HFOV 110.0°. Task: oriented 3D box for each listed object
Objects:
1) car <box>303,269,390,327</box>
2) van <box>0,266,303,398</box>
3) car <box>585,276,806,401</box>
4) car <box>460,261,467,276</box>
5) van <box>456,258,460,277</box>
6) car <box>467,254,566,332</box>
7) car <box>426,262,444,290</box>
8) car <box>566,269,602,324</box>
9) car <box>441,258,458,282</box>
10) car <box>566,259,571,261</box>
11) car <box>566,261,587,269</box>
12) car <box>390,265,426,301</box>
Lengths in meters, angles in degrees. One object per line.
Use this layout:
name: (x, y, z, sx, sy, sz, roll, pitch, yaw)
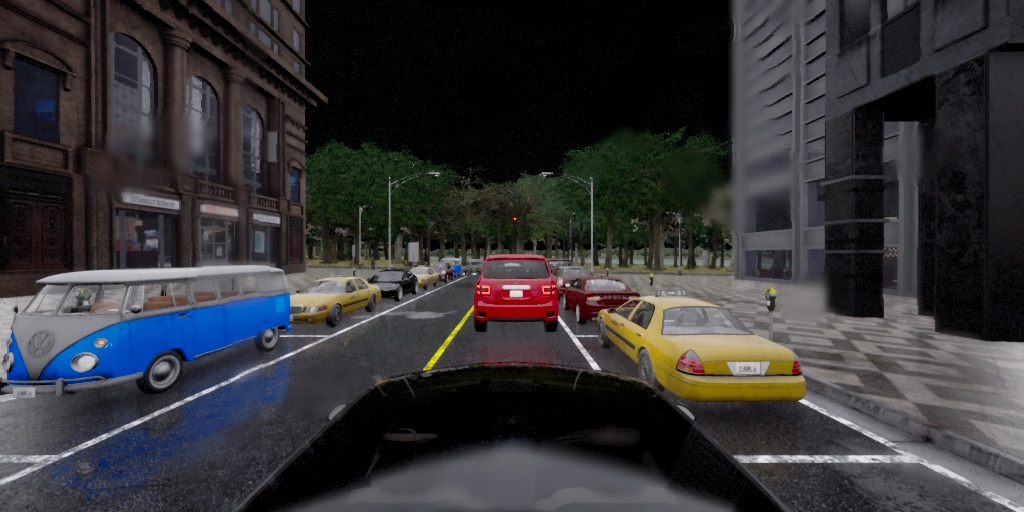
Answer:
car: (-5.759, 1.276, 11.604, 1.751, 1.417, 4.829, 0, 0, 0)
van: (-5.761, 1.091, 6.336, 1.690, 1.789, 3.998, 0, 0, 0)
car: (2.764, 1.275, 6.503, 1.751, 1.417, 4.829, 0, 0, 0)
car: (-2.989, 0.869, 30.907, 1.837, 1.490, 4.892, 0, 0, 0)
van: (-5.751, 1.095, 33.524, 1.690, 1.789, 3.998, 0, 0, 0)
car: (0.106, 0.972, 11.029, 2.150, 2.045, 5.566, 0, 0, 0)
car: (-5.755, 1.277, 22.479, 1.751, 1.417, 4.829, 0, 0, 0)
car: (2.766, 1.295, 11.771, 1.888, 1.381, 4.507, 0, 0, 0)
car: (-5.753, 1.193, 28.086, 1.967, 1.591, 4.097, 0, 0, 0)
car: (2.770, 1.066, 22.646, 2.192, 1.841, 5.009, 0, 0, 0)
car: (2.768, 1.190, 17.208, 1.967, 1.591, 4.097, 0, 0, 0)
car: (-5.757, 1.317, 17.211, 1.948, 1.339, 4.313, 0, 0, 0)
